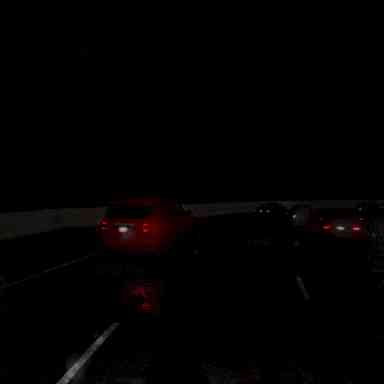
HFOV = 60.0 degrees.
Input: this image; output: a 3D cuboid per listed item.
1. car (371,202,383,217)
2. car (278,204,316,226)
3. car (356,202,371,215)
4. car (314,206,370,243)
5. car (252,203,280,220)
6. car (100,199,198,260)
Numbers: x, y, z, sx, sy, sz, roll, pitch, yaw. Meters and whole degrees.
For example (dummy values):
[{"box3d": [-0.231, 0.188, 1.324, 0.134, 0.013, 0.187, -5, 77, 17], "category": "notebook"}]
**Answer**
[{"box3d": [20.223, 1.701, 33.010, 4.902, 1.511, 2.128, 1, -1, -40], "category": "car"}, {"box3d": [8.287, 1.702, 24.898, 1.994, 1.385, 4.181, 0, 0, 33], "category": "car"}, {"box3d": [19.615, 1.789, 36.815, 4.181, 1.385, 1.994, 0, 0, -37], "category": "car"}, {"box3d": [7.547, 1.646, 16.781, 2.033, 1.411, 5.357, 0, 0, 24], "category": "car"}, {"box3d": [7.424, 1.707, 30.289, 2.033, 1.411, 5.357, 0, 0, 38], "category": "car"}, {"box3d": [-1.409, 1.276, 12.956, 2.150, 2.045, 5.566, 0, 0, 16], "category": "car"}]
